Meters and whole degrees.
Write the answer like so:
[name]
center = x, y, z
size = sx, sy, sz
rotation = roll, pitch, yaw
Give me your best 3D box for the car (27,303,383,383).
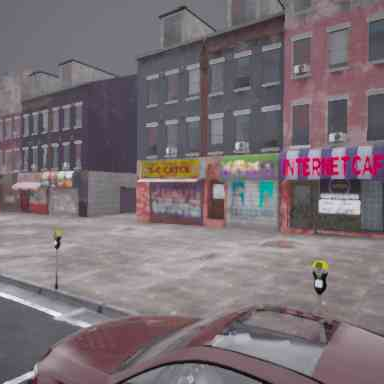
[car]
center = 0.435, 1.580, 2.487
size = 4.206, 1.307, 1.802
rotation = 0, 1, 36
